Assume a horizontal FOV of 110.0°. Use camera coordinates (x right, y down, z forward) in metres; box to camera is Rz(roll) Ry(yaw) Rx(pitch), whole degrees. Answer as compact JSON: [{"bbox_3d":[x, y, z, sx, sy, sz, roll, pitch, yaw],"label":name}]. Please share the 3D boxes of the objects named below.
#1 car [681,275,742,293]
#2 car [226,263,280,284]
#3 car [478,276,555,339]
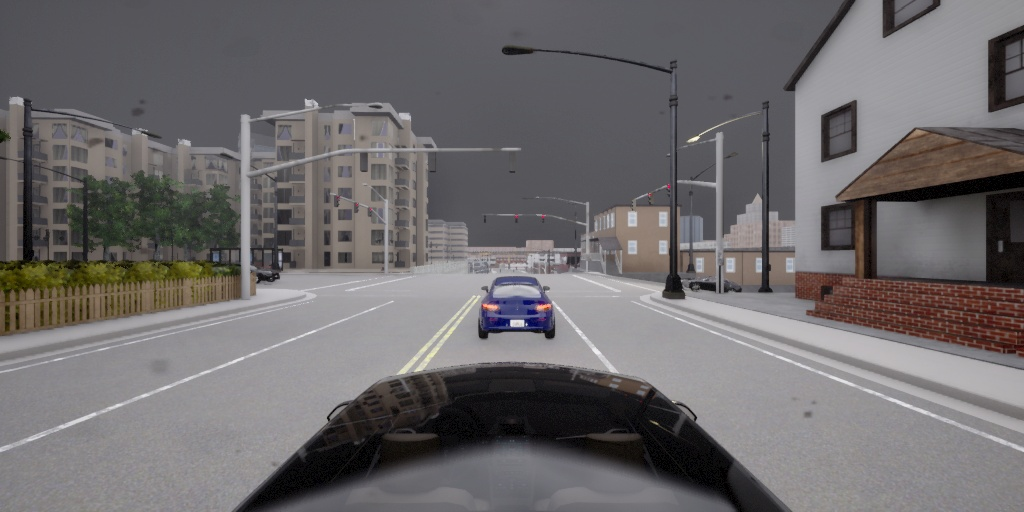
[{"bbox_3d":[16.309,2.363,29.664,4.902,1.511,2.128,8,0,1],"label":"car"},{"bbox_3d":[-19.822,1.255,26.475,4.892,1.490,1.837,0,0,1],"label":"car"},{"bbox_3d":[0.107,1.276,9.985,1.812,1.442,4.674,0,0,0],"label":"car"}]
